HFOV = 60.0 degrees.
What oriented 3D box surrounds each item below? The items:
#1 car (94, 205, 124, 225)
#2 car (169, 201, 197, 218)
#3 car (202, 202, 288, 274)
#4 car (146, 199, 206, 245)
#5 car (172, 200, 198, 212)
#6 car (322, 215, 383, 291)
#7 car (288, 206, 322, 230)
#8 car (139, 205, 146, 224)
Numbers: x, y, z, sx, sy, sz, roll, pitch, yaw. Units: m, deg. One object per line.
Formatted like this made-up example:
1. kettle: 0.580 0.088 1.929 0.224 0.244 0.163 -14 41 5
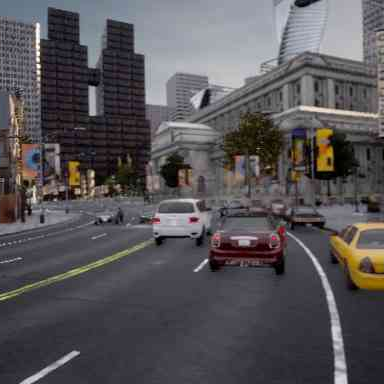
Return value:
1. car: -6.852 1.859 27.812 2.128 1.511 4.902 -1 0 -5
2. car: -1.026 1.779 34.970 2.128 1.511 4.902 -1 0 -12
3. car: 1.989 1.395 11.016 2.097 1.767 4.553 -1 0 16
4. car: -0.309 1.353 16.460 2.150 2.045 5.566 -1 0 9
5. car: -1.043 1.848 45.916 1.882 1.535 5.008 -1 -1 -21
6. car: 4.738 1.424 8.659 1.801 1.575 5.366 -1 0 16
7. car: 6.913 1.613 21.213 1.895 1.301 4.718 -1 0 6
8. car: -3.366 1.825 28.123 1.837 1.490 4.892 -1 0 -5
